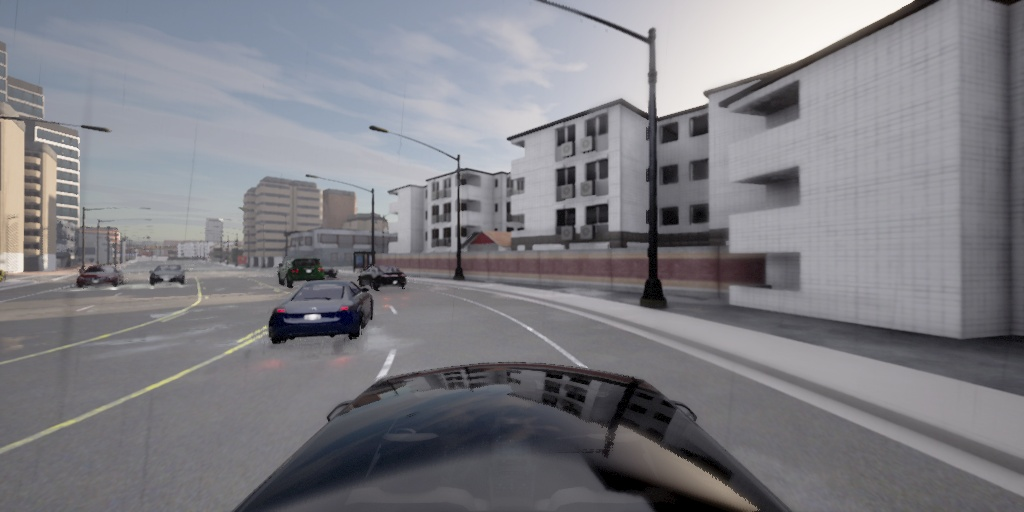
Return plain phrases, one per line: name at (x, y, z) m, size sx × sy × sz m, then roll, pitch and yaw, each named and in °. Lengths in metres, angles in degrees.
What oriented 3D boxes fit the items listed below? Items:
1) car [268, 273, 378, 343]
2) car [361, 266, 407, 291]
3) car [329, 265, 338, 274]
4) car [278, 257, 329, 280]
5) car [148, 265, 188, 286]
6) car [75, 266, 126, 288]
car at (-5.083, 1.365, 10.050) m, size 1.994 × 1.385 × 4.181 m, roll 0°, pitch 0°, yaw -16°
car at (-8.389, 1.365, 23.031) m, size 2.128 × 1.511 × 4.902 m, roll 0°, pitch 0°, yaw -38°
car at (-18.579, 1.551, 34.866) m, size 1.895 × 1.301 × 4.718 m, roll 0°, pitch 0°, yaw -42°
car at (-15.236, 1.119, 25.826) m, size 2.150 × 2.045 × 5.566 m, roll 0°, pitch 0°, yaw -41°
car at (-26.147, 1.413, 27.330) m, size 2.128 × 1.511 × 4.902 m, roll 0°, pitch 0°, yaw -42°
car at (-29.402, 1.444, 25.729) m, size 1.812 × 1.442 × 4.674 m, roll 0°, pitch 0°, yaw -42°
